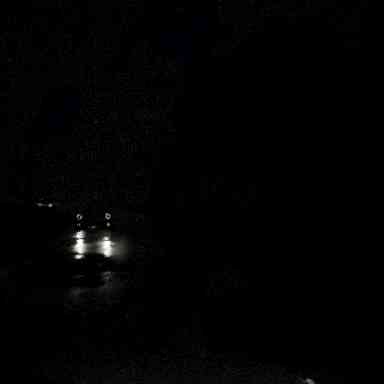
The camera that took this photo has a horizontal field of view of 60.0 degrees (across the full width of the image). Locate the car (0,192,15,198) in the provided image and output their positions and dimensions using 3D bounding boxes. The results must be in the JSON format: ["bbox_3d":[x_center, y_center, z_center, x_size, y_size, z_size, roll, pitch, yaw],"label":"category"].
[{"bbox_3d":[-42.691,0.657,76.068,5.008,1.535,1.882,1,0,31],"label":"car"}]

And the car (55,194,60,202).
[{"bbox_3d":[-27.679,1.182,65.428,4.892,1.490,1.837,1,0,43],"label":"car"}]

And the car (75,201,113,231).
[{"bbox_3d":[-6.128,1.405,20.895,2.097,1.767,4.553,0,0,-15],"label":"car"}]

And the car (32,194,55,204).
[{"bbox_3d":[-26.293,1.196,58.087,1.882,1.535,5.008,1,0,-42],"label":"car"}]
